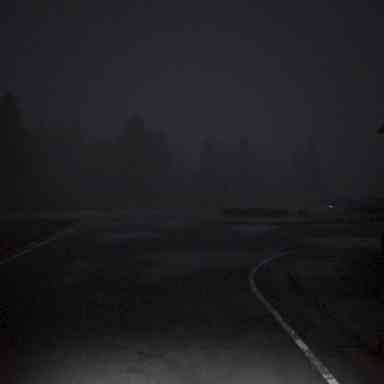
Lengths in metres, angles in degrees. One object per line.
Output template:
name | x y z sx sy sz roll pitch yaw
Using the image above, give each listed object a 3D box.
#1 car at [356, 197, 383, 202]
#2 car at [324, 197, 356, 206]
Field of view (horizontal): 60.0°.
car | 25.162 1.380 45.655 4.193 1.474 1.816 0 -6 -25
car | 23.298 1.476 51.969 5.357 1.411 2.033 0 0 -23
